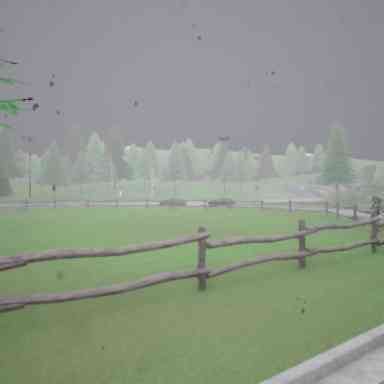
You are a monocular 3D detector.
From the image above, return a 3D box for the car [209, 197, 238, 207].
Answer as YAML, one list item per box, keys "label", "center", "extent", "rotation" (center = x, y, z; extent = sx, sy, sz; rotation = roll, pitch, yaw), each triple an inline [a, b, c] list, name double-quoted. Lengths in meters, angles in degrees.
- label: "car"
  center: [4.866, 1.500, 52.275]
  extent: [4.674, 1.442, 1.812]
  rotation: [0, 0, 30]

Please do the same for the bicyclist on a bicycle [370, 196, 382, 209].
- label: "bicyclist on a bicycle"
  center: [22.231, 1.270, 39.733]
  extent: [1.656, 1.620, 0.582]
  rotation: [0, 0, -27]

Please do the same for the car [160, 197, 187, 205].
- label: "car"
  center: [-2.820, 1.543, 52.020]
  extent: [4.181, 1.385, 1.994]
  rotation: [0, 0, 16]

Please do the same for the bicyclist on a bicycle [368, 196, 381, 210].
- label: "bicyclist on a bicycle"
  center: [22.001, 1.270, 40.167]
  extent: [1.656, 1.620, 0.582]
  rotation: [0, 0, -28]
